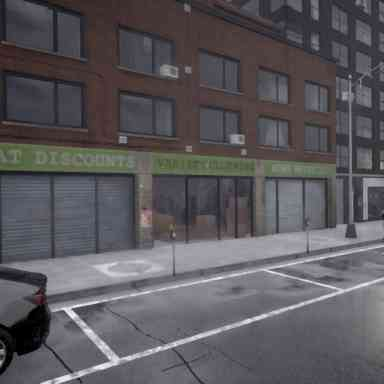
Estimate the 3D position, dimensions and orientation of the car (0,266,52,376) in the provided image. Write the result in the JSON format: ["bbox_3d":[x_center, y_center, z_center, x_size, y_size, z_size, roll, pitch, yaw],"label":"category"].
[{"bbox_3d":[-3.903,1.566,3.760,4.313,1.339,1.947,0,-1,-35],"label":"car"}]
